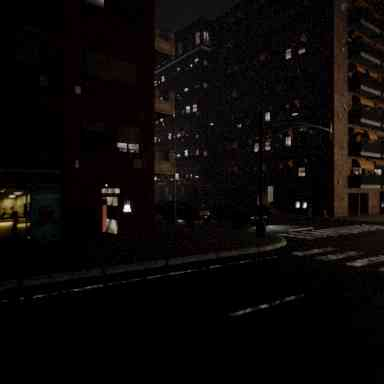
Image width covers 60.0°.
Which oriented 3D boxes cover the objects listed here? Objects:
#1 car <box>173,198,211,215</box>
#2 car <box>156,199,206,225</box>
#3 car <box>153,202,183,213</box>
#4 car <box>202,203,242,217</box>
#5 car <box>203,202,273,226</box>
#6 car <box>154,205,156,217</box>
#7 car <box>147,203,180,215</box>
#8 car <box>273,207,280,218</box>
[{"bbox_3d":[-0.081,1.740,41.106,2.192,1.841,5.009,-1,0,-36],"label":"car"},{"bbox_3d":[-0.461,1.600,27.039,2.192,1.841,5.009,-1,0,-36],"label":"car"},{"bbox_3d":[-3.378,2.047,45.588,2.008,1.369,4.403,-1,0,-36],"label":"car"},{"bbox_3d":[3.225,1.921,36.621,1.947,1.339,4.313,-1,0,-36],"label":"car"},{"bbox_3d":[3.510,1.796,26.329,2.033,1.411,5.357,0,-1,-34],"label":"car"},{"bbox_3d":[-2.370,1.878,34.254,1.837,1.490,4.892,0,-1,-37],"label":"car"},{"bbox_3d":[-3.613,2.055,41.332,1.895,1.301,4.718,0,-1,-36],"label":"car"},{"bbox_3d":[6.527,1.867,32.138,1.802,1.307,4.206,-1,0,-36],"label":"car"}]
